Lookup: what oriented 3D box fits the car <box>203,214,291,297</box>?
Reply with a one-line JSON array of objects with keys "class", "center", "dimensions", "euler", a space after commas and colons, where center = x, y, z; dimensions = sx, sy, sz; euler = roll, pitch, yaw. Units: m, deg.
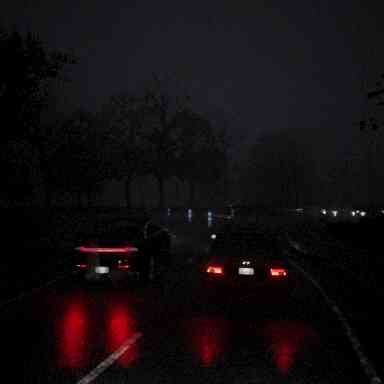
[{"class": "car", "center": [1.419, 1.547, 8.780], "dimensions": [2.033, 1.411, 5.357], "euler": [0, 0, 9]}]

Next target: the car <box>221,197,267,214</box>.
[{"class": "car", "center": [5.179, 1.374, 33.402], "dimensions": [4.553, 1.767, 2.097], "euler": [0, 0, -23]}]

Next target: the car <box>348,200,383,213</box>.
[{"class": "car", "center": [23.901, 2.050, 45.344], "dimensions": [5.357, 1.411, 2.033], "euler": [2, -1, -38]}]

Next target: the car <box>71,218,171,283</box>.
[{"class": "car", "center": [-1.781, 1.492, 9.692], "dimensions": [2.128, 1.511, 4.902], "euler": [0, 0, 4]}]

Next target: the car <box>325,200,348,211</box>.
[{"class": "car", "center": [21.036, 1.950, 47.549], "dimensions": [5.008, 1.535, 1.882], "euler": [2, -1, -38]}]

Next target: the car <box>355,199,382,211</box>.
[{"class": "car", "center": [28.210, 2.135, 53.186], "dimensions": [4.553, 1.767, 2.097], "euler": [2, -2, -39]}]

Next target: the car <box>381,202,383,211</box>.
[{"class": "car", "center": [35.600, 2.611, 58.995], "dimensions": [4.892, 1.490, 1.837], "euler": [3, -2, -38]}]

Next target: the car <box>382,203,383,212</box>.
[{"class": "car", "center": [31.129, 2.380, 51.055], "dimensions": [4.181, 1.385, 1.994], "euler": [2, -2, -38]}]
